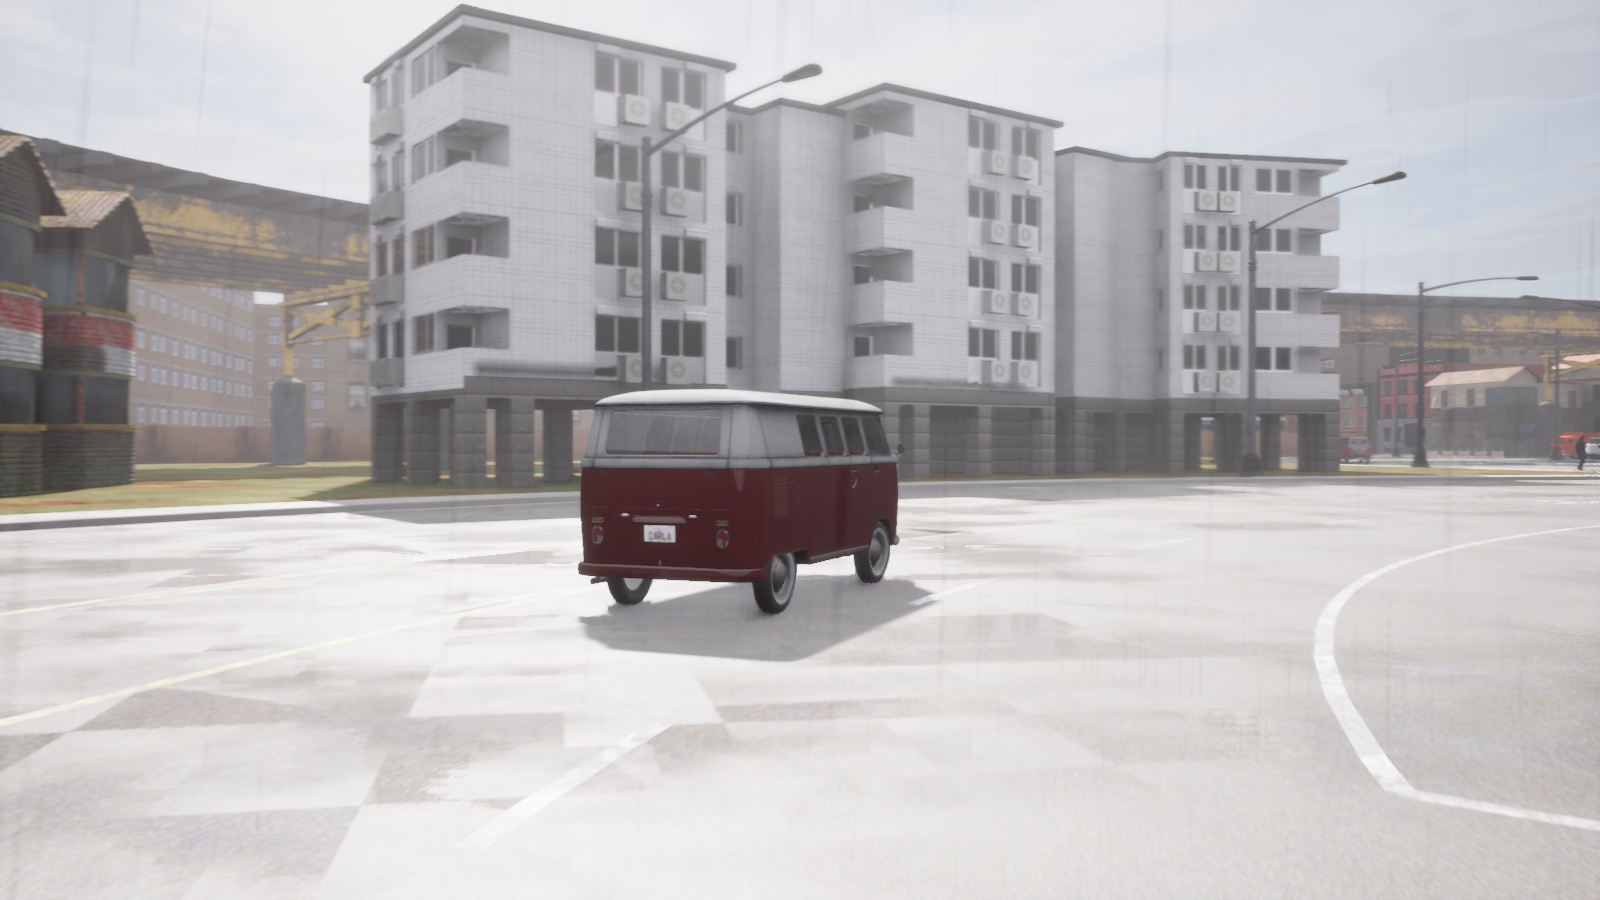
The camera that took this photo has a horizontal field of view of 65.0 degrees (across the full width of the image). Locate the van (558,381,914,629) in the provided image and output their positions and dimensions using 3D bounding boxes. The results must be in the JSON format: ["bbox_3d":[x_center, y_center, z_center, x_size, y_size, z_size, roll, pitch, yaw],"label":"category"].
[{"bbox_3d":[-0.390,0.428,12.420,1.775,1.987,4.442,0,0,23],"label":"van"}]

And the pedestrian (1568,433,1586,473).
[{"bbox_3d":[37.656,0.139,60.862,0.395,1.930,0.692,0,0,-14],"label":"pedestrian"}]
